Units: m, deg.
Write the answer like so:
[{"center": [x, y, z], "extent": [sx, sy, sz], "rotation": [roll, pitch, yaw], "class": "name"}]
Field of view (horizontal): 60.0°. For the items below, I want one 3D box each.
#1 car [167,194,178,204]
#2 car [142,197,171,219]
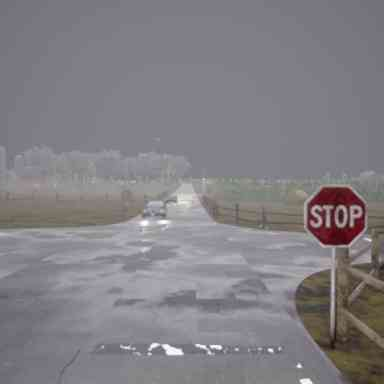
[{"center": [-3.211, 1.099, 52.578], "extent": [2.033, 1.411, 5.357], "rotation": [0, 1, -1], "class": "car"}, {"center": [-3.011, 1.457, 27.905], "extent": [1.812, 1.442, 4.674], "rotation": [0, 1, 0], "class": "car"}]
